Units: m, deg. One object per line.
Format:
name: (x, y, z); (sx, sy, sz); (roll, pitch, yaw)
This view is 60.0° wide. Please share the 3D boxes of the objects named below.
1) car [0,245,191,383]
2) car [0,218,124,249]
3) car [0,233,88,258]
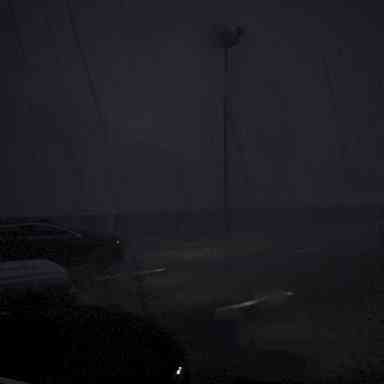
car: (-2.218, 1.483, 2.092); (4.902, 1.511, 2.128); (0, 0, -36)
car: (-4.289, 1.474, 9.145); (4.902, 1.511, 2.128); (0, 0, -34)
car: (-4.253, 1.586, 4.959); (4.718, 1.301, 1.895); (0, 0, -35)
